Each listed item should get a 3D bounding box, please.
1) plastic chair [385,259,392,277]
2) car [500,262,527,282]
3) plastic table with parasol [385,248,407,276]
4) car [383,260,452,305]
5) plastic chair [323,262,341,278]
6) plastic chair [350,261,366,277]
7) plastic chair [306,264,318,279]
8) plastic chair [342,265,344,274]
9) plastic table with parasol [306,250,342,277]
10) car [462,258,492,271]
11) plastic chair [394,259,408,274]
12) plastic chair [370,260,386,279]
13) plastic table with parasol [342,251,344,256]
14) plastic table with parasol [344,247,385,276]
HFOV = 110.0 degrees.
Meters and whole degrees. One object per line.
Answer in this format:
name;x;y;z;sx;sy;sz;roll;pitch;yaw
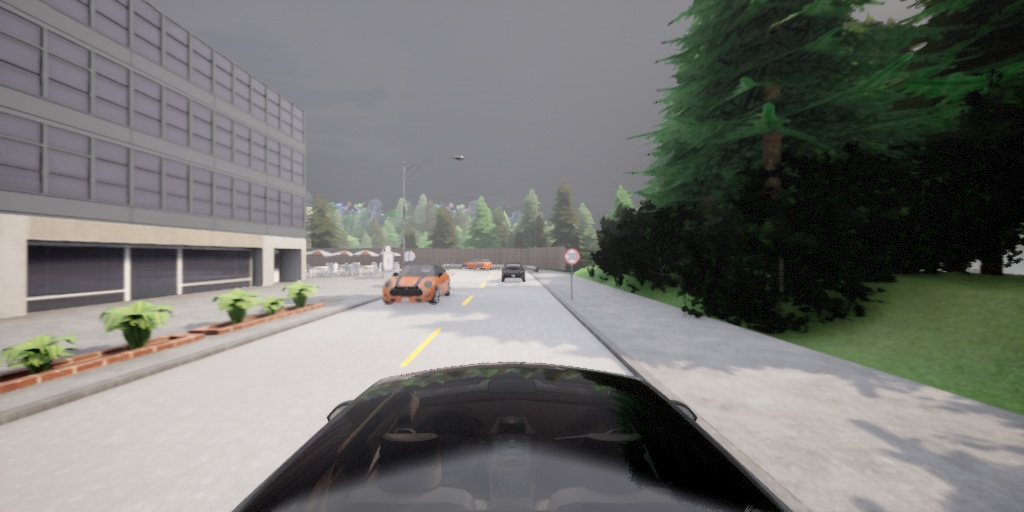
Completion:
plastic chair;-13.518;1.271;37.984;0.750;1.272;0.730;0;0;0
car;0.110;1.246;29.173;1.837;1.490;4.892;0;0;0
plastic table with parasol;-13.357;0.666;39.294;2.482;2.480;2.482;0;0;0
car;-4.064;1.098;15.985;2.097;1.767;4.553;0;0;0
plastic chair;-15.879;1.272;31.674;0.730;1.272;0.750;0;0;0
plastic chair;-14.238;1.272;33.154;0.750;1.272;0.730;0;0;0
plastic chair;-17.289;1.273;30.515;0.750;1.272;0.730;0;0;0
plastic chair;-15.488;1.272;34.244;0.730;1.272;0.750;0;0;10
plastic table with parasol;-17.139;0.668;31.795;2.482;2.480;2.482;0;0;0
car;-4.830;1.092;48.728;4.553;1.767;2.097;0;1;44
plastic chair;-12.107;1.270;39.144;0.730;1.272;0.750;0;0;0
plastic chair;-12.828;1.272;34.314;0.730;1.272;0.750;0;0;0
plastic table with parasol;-17.668;0.667;37.835;2.482;2.480;2.482;0;0;0
plastic table with parasol;-14.078;0.668;34.434;2.482;2.480;2.482;0;0;0
